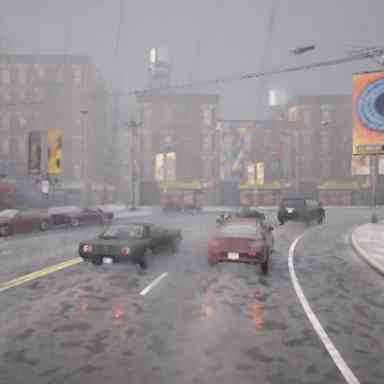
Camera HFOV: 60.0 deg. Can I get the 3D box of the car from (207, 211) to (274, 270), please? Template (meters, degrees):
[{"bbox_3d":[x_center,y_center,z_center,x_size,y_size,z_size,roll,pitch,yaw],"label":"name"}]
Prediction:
[{"bbox_3d":[1.771,1.607,11.396,1.812,1.442,4.674,0,0,16],"label":"car"}]

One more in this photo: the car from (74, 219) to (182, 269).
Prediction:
[{"bbox_3d":[-1.819,1.678,11.593,1.895,1.301,4.718,0,0,15],"label":"car"}]

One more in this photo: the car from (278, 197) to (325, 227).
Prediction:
[{"bbox_3d":[8.285,1.407,25.041,2.150,2.045,5.566,0,0,35],"label":"car"}]

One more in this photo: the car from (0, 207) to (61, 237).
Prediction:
[{"bbox_3d":[-10.158,1.637,19.229,2.002,1.452,4.674,0,0,19],"label":"car"}]

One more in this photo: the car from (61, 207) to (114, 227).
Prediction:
[{"bbox_3d":[-8.057,1.752,24.560,1.895,1.301,4.718,0,0,29],"label":"car"}]

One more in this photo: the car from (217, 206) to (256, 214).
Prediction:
[{"bbox_3d":[3.652,1.720,24.415,2.033,1.411,5.357,0,0,32],"label":"car"}]
